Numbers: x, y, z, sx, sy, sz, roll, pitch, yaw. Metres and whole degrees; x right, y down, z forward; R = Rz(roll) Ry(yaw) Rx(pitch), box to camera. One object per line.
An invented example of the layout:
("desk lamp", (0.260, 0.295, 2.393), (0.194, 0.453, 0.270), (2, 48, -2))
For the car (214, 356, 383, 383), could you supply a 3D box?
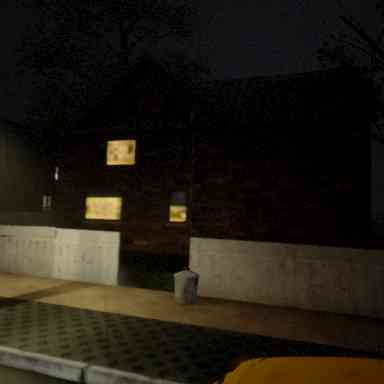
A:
("car", (2.583, 1.677, 1.960), (5.366, 1.575, 1.801), (1, -3, 18))
